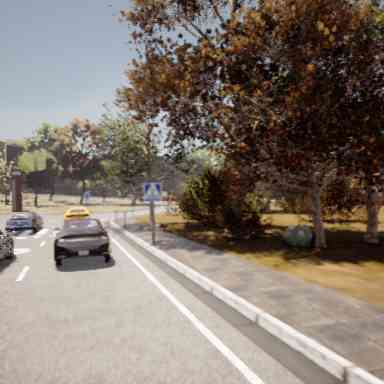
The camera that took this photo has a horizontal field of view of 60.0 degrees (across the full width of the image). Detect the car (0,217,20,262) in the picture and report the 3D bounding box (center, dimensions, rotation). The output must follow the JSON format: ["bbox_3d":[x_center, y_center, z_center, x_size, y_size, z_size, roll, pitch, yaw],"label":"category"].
[{"bbox_3d":[-7.413,1.856,11.342,1.837,1.490,4.892,-1,-1,-19],"label":"car"}]

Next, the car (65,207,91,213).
[{"bbox_3d":[-9.247,1.995,27.039,1.882,1.535,5.008,-2,0,-18],"label":"car"}]

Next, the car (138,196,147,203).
[{"bbox_3d":[-10.977,1.739,78.896,2.128,1.511,4.902,-2,1,-43],"label":"car"}]

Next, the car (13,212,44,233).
[{"bbox_3d":[-11.821,2.121,23.746,2.033,1.411,5.357,-1,0,-18],"label":"car"}]

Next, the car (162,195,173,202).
[{"bbox_3d":[-5.408,1.494,76.976,1.882,1.535,5.008,-2,1,-34],"label":"car"}]

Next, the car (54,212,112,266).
[{"bbox_3d":[-4.232,1.769,12.847,2.128,1.511,4.902,-1,-1,-19],"label":"car"}]
